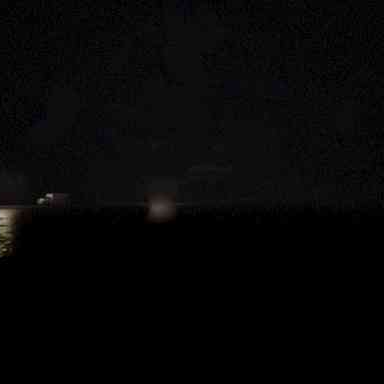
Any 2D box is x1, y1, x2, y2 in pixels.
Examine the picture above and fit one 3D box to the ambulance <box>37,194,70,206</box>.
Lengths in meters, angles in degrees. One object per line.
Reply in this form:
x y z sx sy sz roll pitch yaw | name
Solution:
-28.415 1.586 68.299 2.351 2.431 6.366 1 0 36 | ambulance
